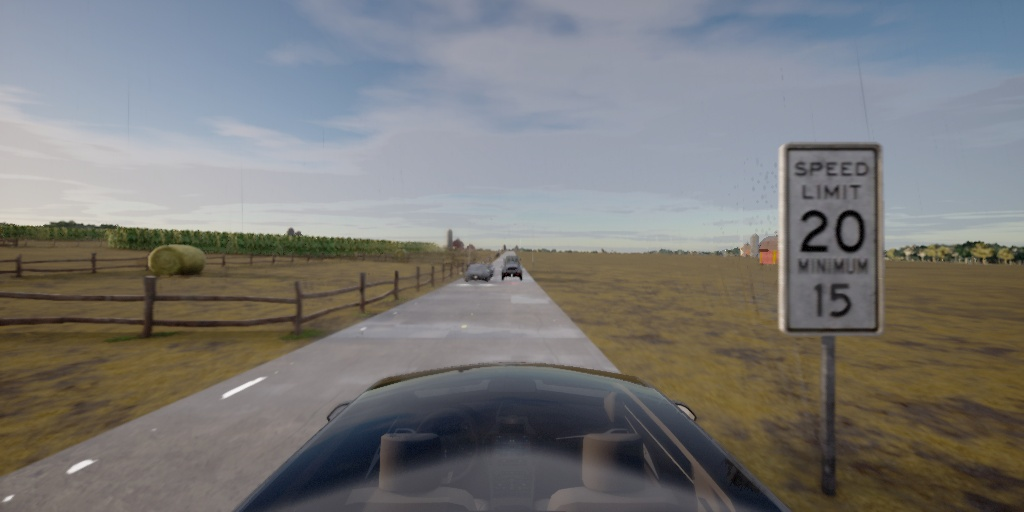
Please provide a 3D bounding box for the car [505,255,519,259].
[{"bbox_3d":[0.040,0.916,45.958,2.150,2.045,5.566,0,1,1],"label":"car"}]

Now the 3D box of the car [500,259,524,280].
[{"bbox_3d":[0.005,1.310,31.958,1.837,1.490,4.892,0,0,0],"label":"car"}]

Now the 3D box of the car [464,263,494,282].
[{"bbox_3d":[-2.753,1.379,29.596,1.837,1.490,4.892,0,0,0],"label":"car"}]
